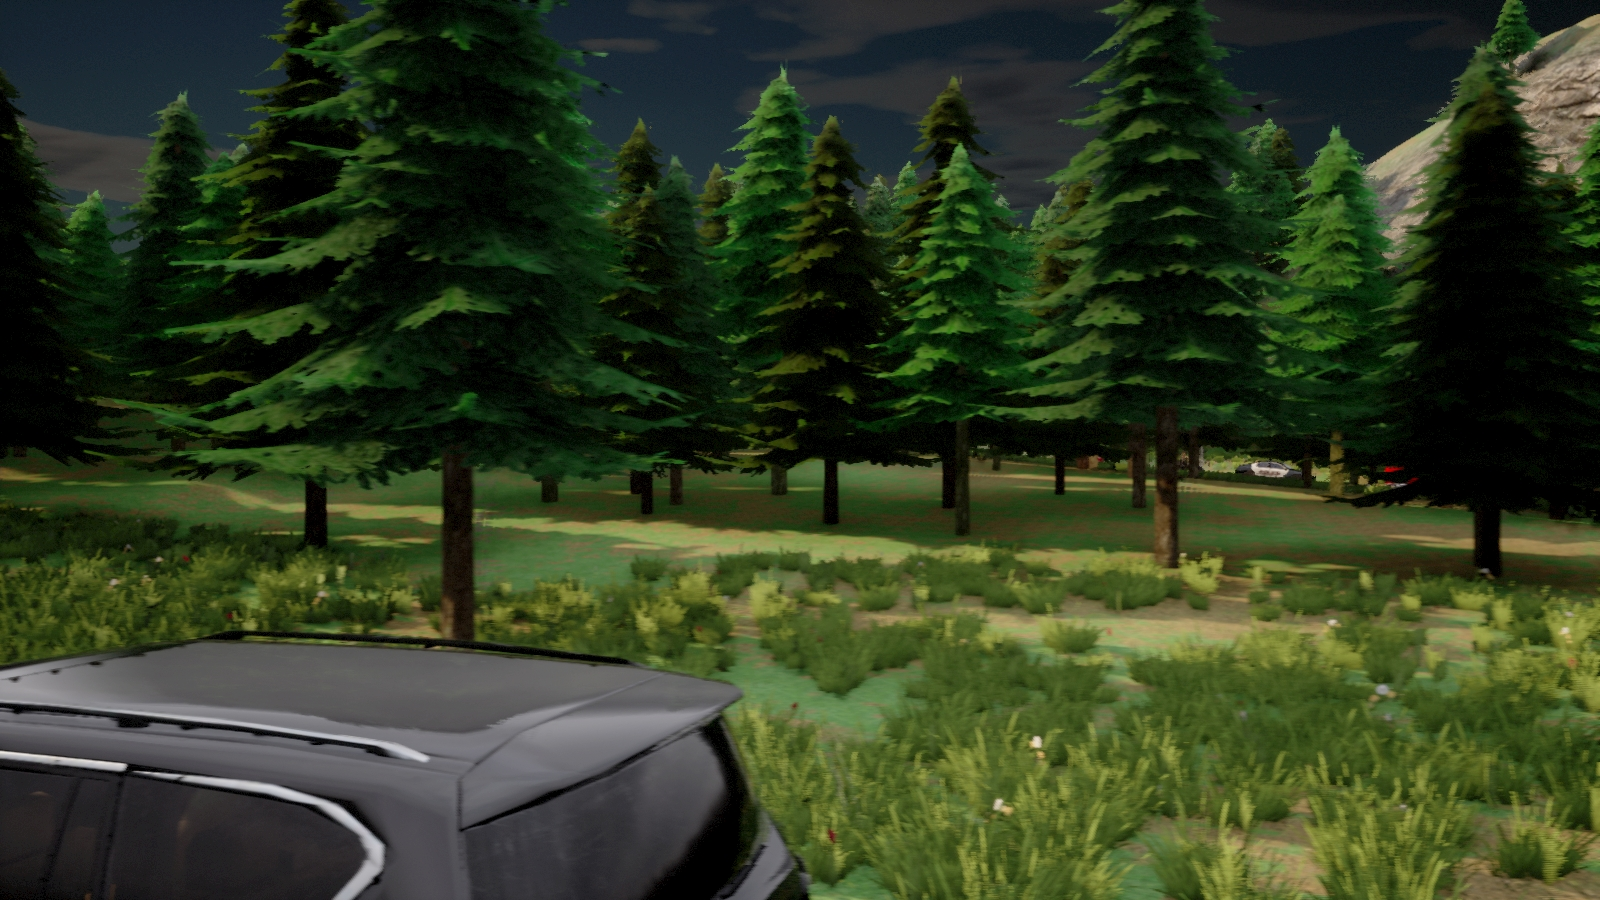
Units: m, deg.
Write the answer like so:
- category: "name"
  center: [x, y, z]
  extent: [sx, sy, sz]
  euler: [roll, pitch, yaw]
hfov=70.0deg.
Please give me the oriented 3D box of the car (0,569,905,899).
- category: "car"
  center: [-2.585, 1.638, 4.253]
  extent: [5.566, 2.045, 2.150]
  euler: [0, 0, 20]
